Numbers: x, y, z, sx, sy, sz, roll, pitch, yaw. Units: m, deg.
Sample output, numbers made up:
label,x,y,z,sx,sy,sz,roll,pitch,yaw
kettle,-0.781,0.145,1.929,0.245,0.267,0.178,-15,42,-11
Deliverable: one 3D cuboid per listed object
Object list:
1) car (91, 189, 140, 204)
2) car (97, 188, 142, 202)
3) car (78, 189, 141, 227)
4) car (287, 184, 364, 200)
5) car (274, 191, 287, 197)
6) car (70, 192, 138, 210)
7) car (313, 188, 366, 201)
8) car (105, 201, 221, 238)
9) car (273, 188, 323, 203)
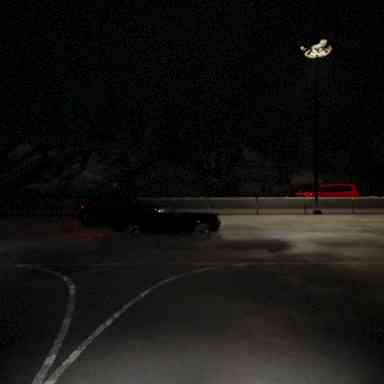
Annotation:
label,x,y,z,sx,sy,sz,roll,pitch,yaw
car,-8.145,0.458,35.763,4.892,1.490,1.837,0,2,-1
car,-8.485,0.328,39.257,4.902,1.511,2.128,0,2,-1
car,-3.686,0.882,18.111,4.553,1.767,2.097,0,2,-1
car,11.632,0.340,28.952,5.566,2.045,2.150,0,2,-1
car,11.340,0.224,32.448,5.566,2.045,2.150,0,2,-1
car,-7.535,0.732,28.773,5.357,1.411,2.033,0,2,-1
car,17.442,0.294,39.511,5.357,1.411,2.033,0,2,-1
car,-1.120,1.240,14.645,4.718,1.301,1.895,0,2,-1
car,11.383,0.389,35.955,4.892,1.490,1.837,0,2,-1
